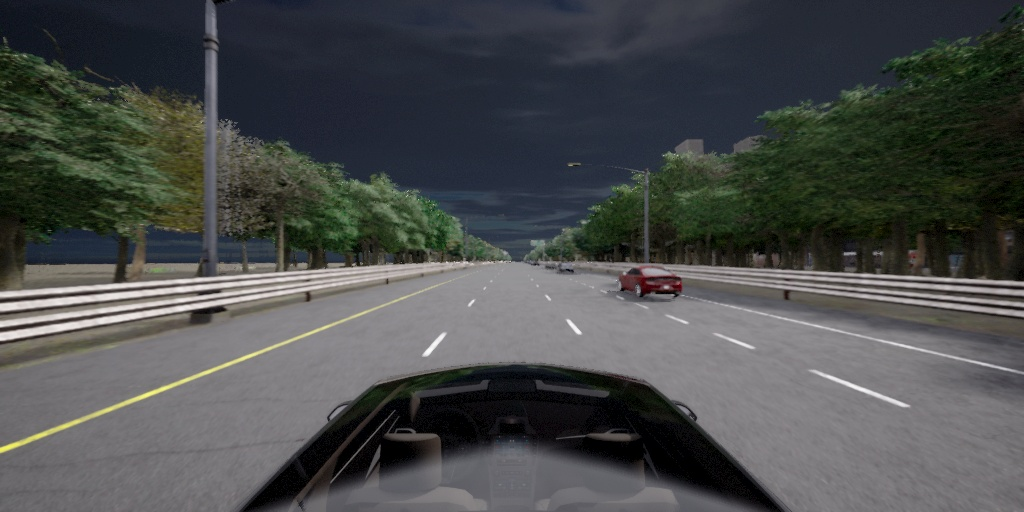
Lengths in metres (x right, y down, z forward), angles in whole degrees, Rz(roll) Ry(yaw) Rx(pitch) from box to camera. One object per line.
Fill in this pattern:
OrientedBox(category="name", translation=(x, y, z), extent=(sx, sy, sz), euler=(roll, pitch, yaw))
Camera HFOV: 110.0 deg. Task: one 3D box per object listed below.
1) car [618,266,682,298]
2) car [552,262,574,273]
OrientedBox(category="car", translation=(7.011, 1.265, 18.742), extent=(1.882, 1.535, 5.008), euler=(0, 0, 0))
OrientedBox(category="car", translation=(7.104, 1.556, 48.393), extent=(2.033, 1.411, 5.357), euler=(0, -1, 0))
